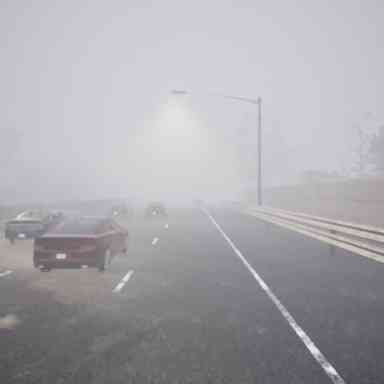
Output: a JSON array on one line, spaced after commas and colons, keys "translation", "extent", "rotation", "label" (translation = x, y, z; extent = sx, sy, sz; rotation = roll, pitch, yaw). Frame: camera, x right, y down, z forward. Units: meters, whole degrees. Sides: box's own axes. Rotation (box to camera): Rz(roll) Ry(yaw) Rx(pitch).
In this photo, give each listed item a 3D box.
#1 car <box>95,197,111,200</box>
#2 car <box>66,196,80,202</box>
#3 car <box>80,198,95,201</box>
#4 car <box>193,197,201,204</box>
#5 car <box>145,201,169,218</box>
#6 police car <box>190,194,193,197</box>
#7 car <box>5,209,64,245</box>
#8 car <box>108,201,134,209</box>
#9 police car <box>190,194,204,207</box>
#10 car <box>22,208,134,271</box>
[{"translation": [-17.482, 1.806, 67.537], "extent": [1.837, 1.490, 4.892], "rotation": [0, 0, 0], "label": "car"}, {"translation": [-24.482, 1.676, 69.024], "extent": [2.097, 1.767, 4.553], "rotation": [0, 0, 0], "label": "car"}, {"translation": [-20.982, 1.873, 68.992], "extent": [1.994, 1.385, 4.181], "rotation": [0, 0, 0], "label": "car"}, {"translation": [1.070, 1.856, 74.865], "extent": [1.837, 1.490, 4.892], "rotation": [0, 0, 0], "label": "car"}, {"translation": [-3.391, 1.653, 32.376], "extent": [1.837, 1.490, 4.892], "rotation": [0, 0, 0], "label": "car"}, {"translation": [1.068, 1.746, 68.975], "extent": [1.930, 1.638, 5.238], "rotation": [0, 0, 0], "label": "police car"}, {"translation": [-6.895, 1.564, 15.894], "extent": [2.128, 1.511, 4.902], "rotation": [0, 0, 0], "label": "car"}, {"translation": [-6.892, 1.653, 32.410], "extent": [1.837, 1.490, 4.892], "rotation": [0, 0, 0], "label": "car"}, {"translation": [1.066, 1.698, 58.974], "extent": [1.930, 1.638, 5.238], "rotation": [0, 0, 0], "label": "police car"}, {"translation": [-3.397, 1.529, 11.108], "extent": [1.882, 1.535, 5.008], "rotation": [0, 0, 0], "label": "car"}]
